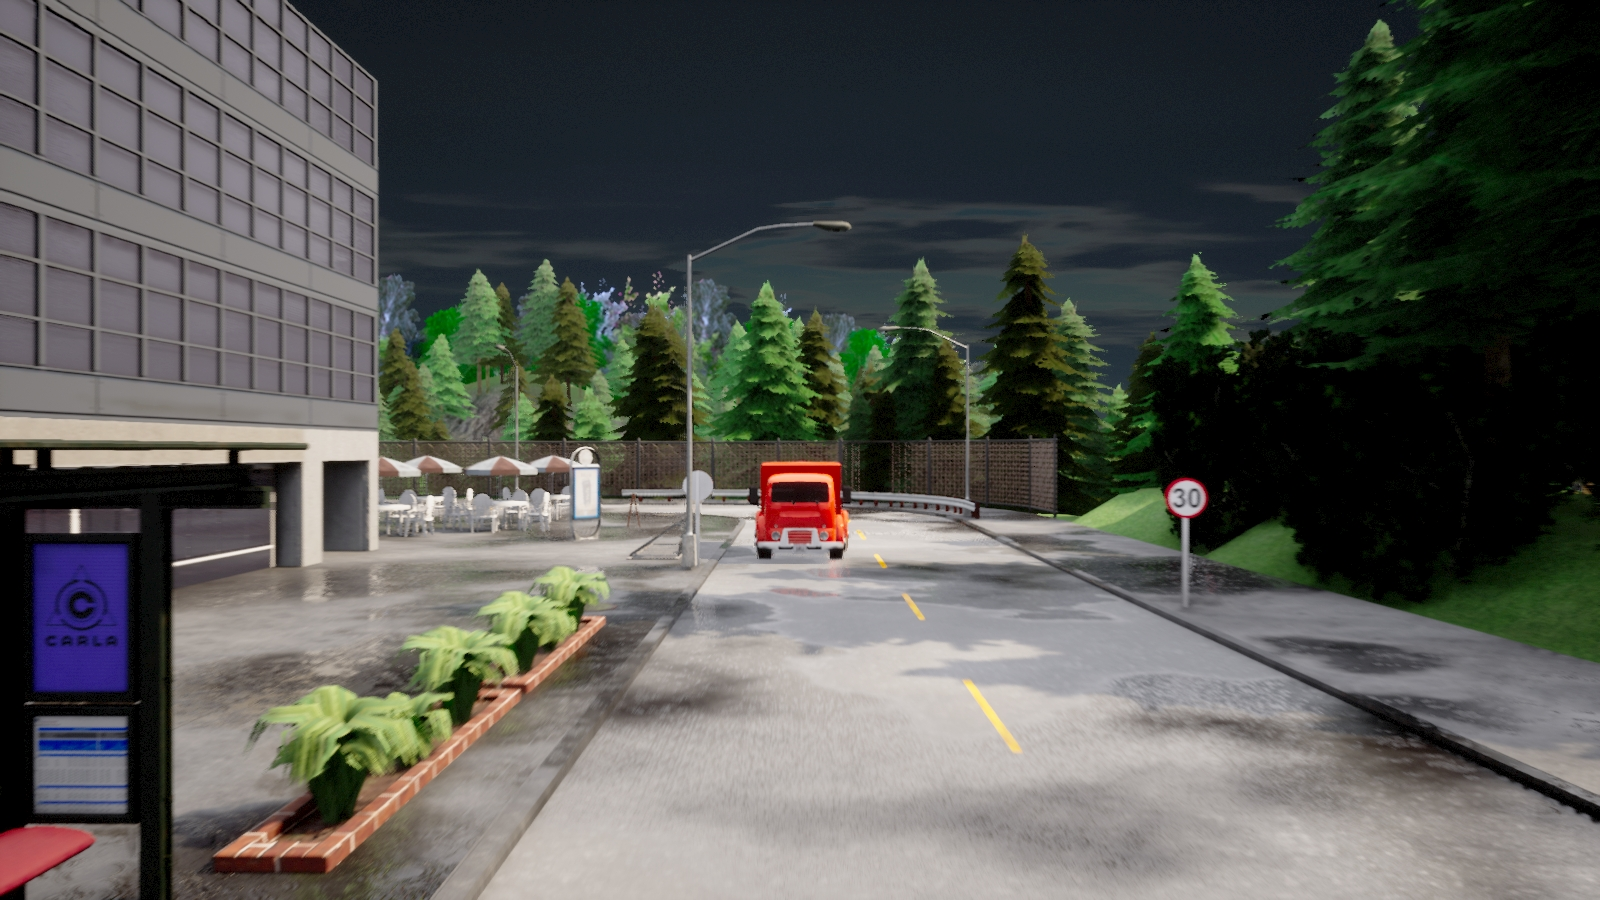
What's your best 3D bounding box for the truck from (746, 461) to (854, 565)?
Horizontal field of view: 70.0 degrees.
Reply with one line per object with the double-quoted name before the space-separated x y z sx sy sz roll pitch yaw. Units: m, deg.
"truck" 0.032 1.549 30.201 2.627 2.467 5.204 0 0 1
